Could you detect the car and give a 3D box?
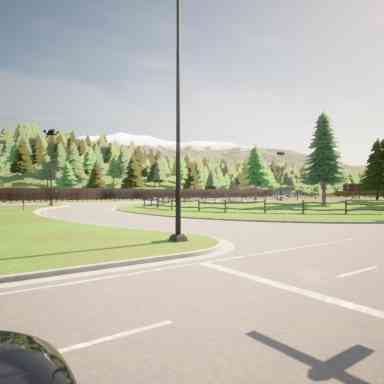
[{"bbox_3d":[-3.052,1.505,1.568,4.892,1.490,1.837,0,0,-35],"label":"car"}]
